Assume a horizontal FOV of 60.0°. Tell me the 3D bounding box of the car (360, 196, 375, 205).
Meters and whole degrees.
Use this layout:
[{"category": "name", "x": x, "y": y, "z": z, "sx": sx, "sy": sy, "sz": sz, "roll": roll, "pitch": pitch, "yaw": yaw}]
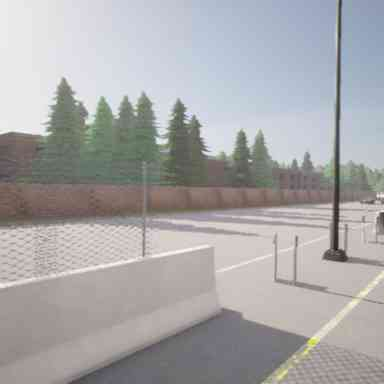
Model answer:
[{"category": "car", "x": 32.643, "y": 1.537, "z": 61.718, "sx": 2.128, "sy": 1.511, "sz": 4.902, "roll": 1, "pitch": 1, "yaw": 40}]
